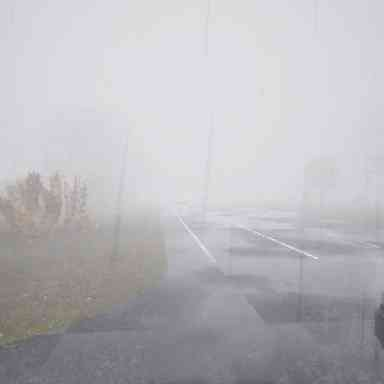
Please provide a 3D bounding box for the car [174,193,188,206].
[{"bbox_3d":[-1.765,1.335,50.747,1.812,1.442,4.674,0,0,-6],"label":"car"}]

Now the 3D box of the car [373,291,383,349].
[{"bbox_3d":[3.346,1.529,2.426,1.812,1.442,4.674,0,0,-6],"label":"car"}]

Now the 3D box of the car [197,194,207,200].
[{"bbox_3d":[2.402,1.204,78.591,1.994,1.385,4.181,0,0,-6],"label":"car"}]
